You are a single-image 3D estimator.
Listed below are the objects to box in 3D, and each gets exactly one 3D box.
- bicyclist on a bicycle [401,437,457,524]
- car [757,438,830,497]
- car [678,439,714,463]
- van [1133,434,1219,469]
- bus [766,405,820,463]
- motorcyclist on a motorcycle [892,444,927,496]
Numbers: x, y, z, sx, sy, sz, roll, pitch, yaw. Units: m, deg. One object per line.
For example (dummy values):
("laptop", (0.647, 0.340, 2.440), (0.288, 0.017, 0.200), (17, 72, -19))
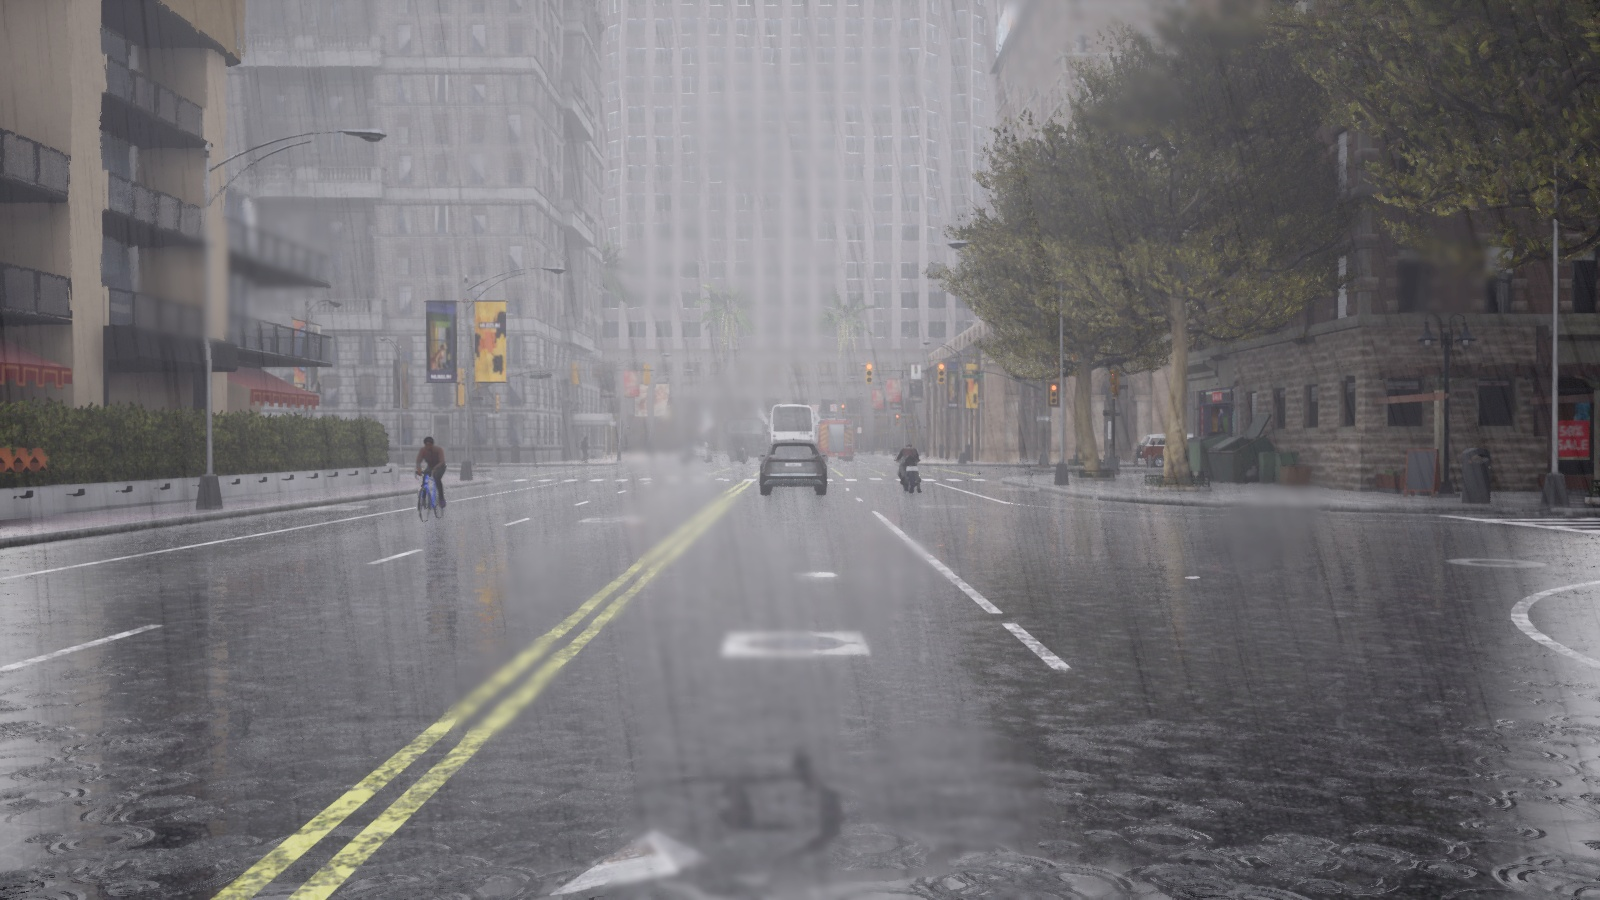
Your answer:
("bicyclist on a bicycle", (-7.115, 0.557, 24.159), (0.582, 1.620, 1.656), (0, 1, 0))
("car", (-0.196, 0.465, 37.376), (2.033, 1.649, 4.856), (0, 0, 0))
("car", (-7.527, 0.069, 91.283), (2.242, 1.667, 4.611), (0, 0, 0))
("van", (22.090, 0.071, 73.871), (4.480, 2.038, 2.069), (0, 0, 1))
("bus", (-0.563, -1.176, 96.589), (3.944, 4.253, 10.273), (0, 0, 0))
("motorcyclist on a motorcycle", (3.298, 0.569, 38.045), (0.866, 1.530, 2.191), (0, 0, 0))
